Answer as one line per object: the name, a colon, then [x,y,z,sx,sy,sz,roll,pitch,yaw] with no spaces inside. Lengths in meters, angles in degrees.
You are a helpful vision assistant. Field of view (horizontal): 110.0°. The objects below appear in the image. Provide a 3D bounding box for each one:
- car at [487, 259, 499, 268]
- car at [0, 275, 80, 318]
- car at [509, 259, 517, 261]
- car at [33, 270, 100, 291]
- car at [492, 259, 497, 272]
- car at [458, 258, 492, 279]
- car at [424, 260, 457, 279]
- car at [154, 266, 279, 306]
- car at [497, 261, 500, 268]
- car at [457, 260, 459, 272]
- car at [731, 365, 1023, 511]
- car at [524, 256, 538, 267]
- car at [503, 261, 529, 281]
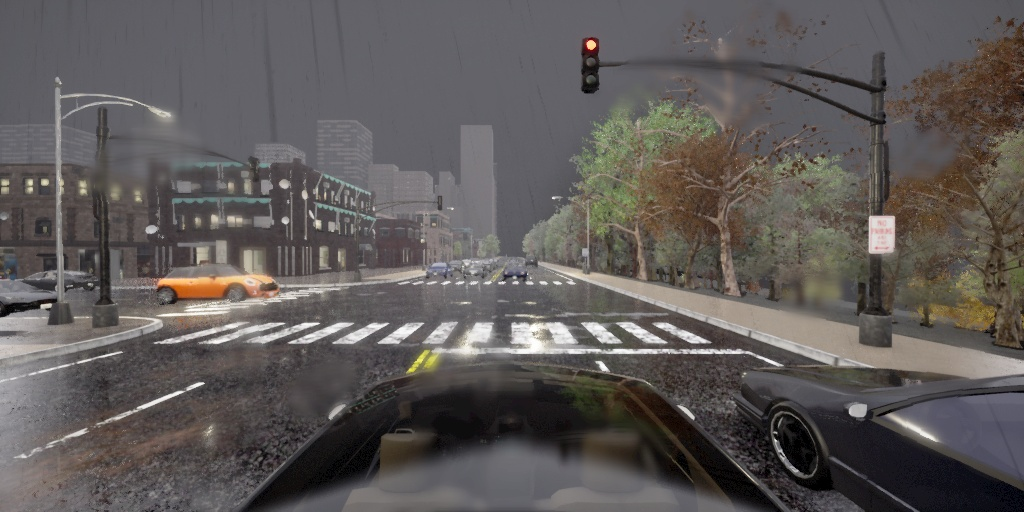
car: [-3.240,1.253,61.777,1.812,1.442,4.674,0,0,1]
car: [-19.932,1.564,13.681,4.313,1.339,1.948,0,0,0]
car: [0.182,1.289,64.552,1.994,1.385,4.181,0,0,0]
car: [-28.255,1.559,22.204,4.403,1.370,2.007,0,0,0]
car: [-3.292,1.227,42.373,2.128,1.511,4.902,0,0,0]
car: [-3.305,1.232,32.968,2.128,1.511,4.902,0,0,0]
car: [-6.557,1.266,32.981,1.812,1.442,4.674,0,0,0]
car: [-13.448,1.233,16.575,4.553,1.767,2.097,-1,1,-2]
car: [-3.278,1.223,51.776,2.128,1.511,4.902,0,0,0]
car: [-6.543,1.241,42.241,1.837,1.490,4.892,0,0,0]
car: [3.350,1.297,1.504,2.033,1.411,5.357,0,0,0]
car: [3.428,0.947,64.252,2.150,2.045,5.566,0,0,0]
car: [0.239,1.342,29.972,1.895,1.301,4.718,0,0,1]
